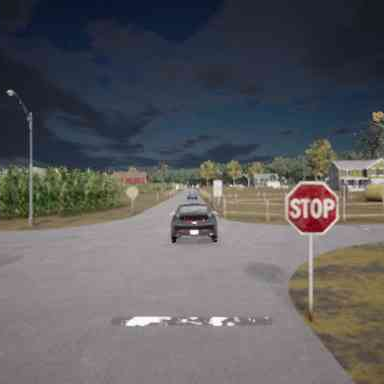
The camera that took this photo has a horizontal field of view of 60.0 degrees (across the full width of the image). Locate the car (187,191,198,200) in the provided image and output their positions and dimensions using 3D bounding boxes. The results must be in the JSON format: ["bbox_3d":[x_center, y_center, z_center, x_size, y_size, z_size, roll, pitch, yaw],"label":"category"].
[{"bbox_3d":[0.078,0.746,62.074,1.994,1.385,4.181,0,1,0],"label":"car"}]

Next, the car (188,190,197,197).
[{"bbox_3d":[0.091,0.394,72.078,2.033,1.411,5.357,0,1,0],"label":"car"}]

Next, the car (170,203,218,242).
[{"bbox_3d":[0.089,1.280,14.782,1.837,1.490,4.892,-1,-1,0],"label":"car"}]
